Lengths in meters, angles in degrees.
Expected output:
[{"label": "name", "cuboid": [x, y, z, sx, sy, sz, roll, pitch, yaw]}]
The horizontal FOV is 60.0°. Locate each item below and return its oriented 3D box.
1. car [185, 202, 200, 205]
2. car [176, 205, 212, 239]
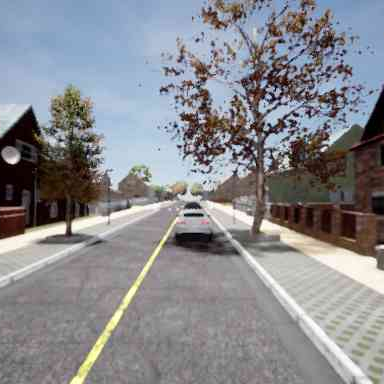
[{"label": "car", "cuboid": [0.078, 1.734, 34.901, 1.882, 1.535, 5.008, 0, 0, 0]}, {"label": "car", "cuboid": [0.089, 1.653, 18.183, 1.812, 1.442, 4.674, 0, -1, 0]}]
